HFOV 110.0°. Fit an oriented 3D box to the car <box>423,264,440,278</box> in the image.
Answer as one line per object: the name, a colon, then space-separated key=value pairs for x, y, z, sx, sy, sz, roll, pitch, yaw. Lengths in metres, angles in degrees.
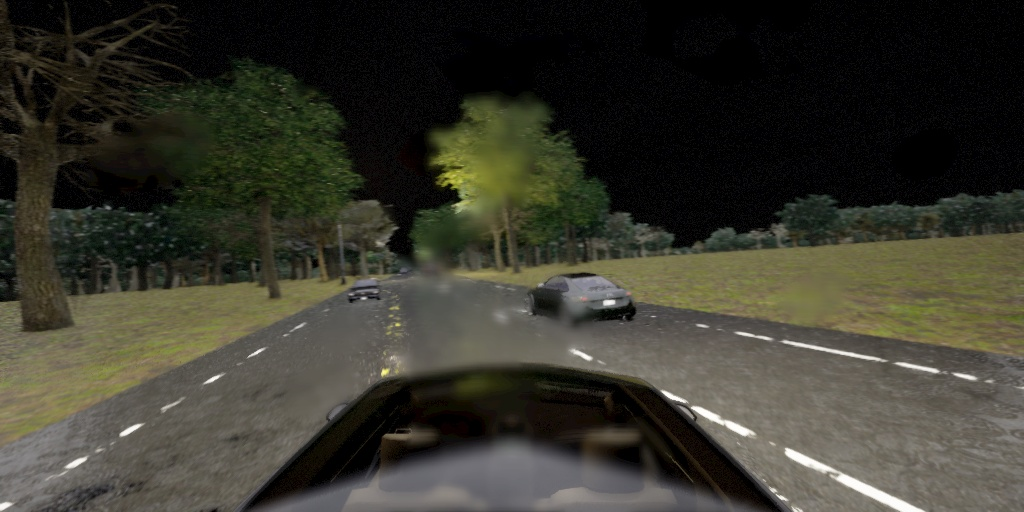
car: x=-12.732 y=2.313 z=56.493 sx=2.150 sy=2.045 sz=5.566 roll=-5 pitch=0 yaw=-18

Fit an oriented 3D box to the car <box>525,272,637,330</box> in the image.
car: x=1.855 y=1.207 z=10.942 sx=1.994 sy=1.385 sz=4.181 roll=-5 pitch=0 yaw=-18

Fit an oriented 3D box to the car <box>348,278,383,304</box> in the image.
car: x=-9.548 y=2.189 z=23.611 sx=2.033 sy=1.411 sz=5.357 roll=-5 pitch=0 yaw=-18
